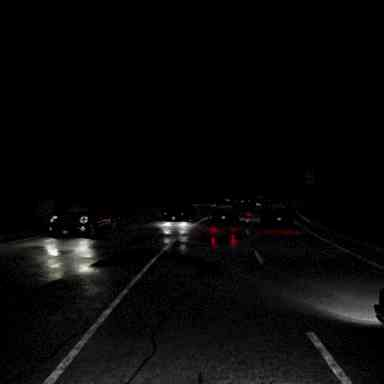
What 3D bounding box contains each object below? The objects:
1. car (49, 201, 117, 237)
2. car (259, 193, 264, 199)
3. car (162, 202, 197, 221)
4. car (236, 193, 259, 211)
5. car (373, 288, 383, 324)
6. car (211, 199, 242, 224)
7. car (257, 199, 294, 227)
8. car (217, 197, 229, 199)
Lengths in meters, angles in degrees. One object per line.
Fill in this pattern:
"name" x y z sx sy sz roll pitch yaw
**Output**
"car" -5.764 1.329 18.069 2.097 1.767 4.553 0 0 8
"car" 12.787 1.230 66.719 2.150 2.045 5.566 0 0 27
"car" -0.858 1.532 27.042 2.033 1.411 5.357 0 0 11
"car" 6.767 1.222 42.124 2.150 2.045 5.566 0 0 17
"car" 3.700 1.554 2.734 2.033 1.411 5.357 0 0 2
"car" 2.511 1.522 24.675 1.812 1.442 4.674 0 0 10
"car" 5.716 1.485 22.737 1.882 1.535 5.008 0 0 9
"car" 5.411 1.527 59.267 2.033 1.411 5.357 0 0 23
